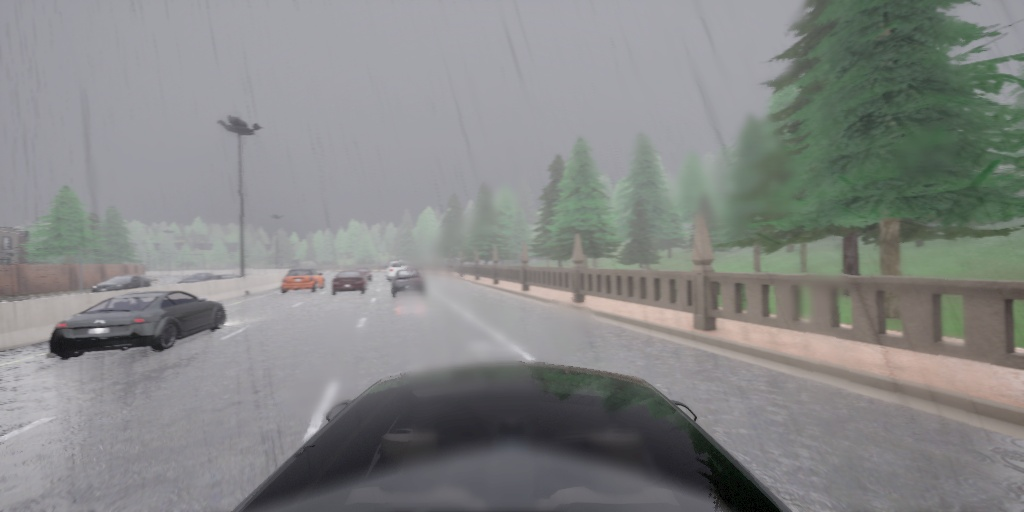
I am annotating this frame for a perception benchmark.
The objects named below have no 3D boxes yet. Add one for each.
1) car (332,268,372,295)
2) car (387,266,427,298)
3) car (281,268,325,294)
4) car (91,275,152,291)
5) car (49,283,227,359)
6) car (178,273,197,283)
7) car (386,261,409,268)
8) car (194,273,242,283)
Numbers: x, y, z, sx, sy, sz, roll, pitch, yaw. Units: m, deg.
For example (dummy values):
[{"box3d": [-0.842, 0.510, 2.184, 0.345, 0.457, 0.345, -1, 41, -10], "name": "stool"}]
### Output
[{"box3d": [-10.776, 1.691, 24.079, 1.882, 1.535, 5.008, -1, 0, -19], "name": "car"}, {"box3d": [-6.264, 1.566, 21.619, 2.128, 1.511, 4.902, -1, -1, -18], "name": "car"}, {"box3d": [-15.270, 1.701, 26.445, 2.097, 1.767, 4.553, -1, 0, -19], "name": "car"}, {"box3d": [-31.210, 2.312, 28.919, 1.812, 1.442, 4.674, -1, -1, -20], "name": "car"}, {"box3d": [-9.637, 1.631, 9.707, 1.994, 1.385, 4.181, -1, 0, -19], "name": "car"}, {"box3d": [-29.406, 2.328, 34.000, 2.033, 1.411, 5.357, -1, -1, -22], "name": "car"}, {"box3d": [-11.900, 1.575, 37.566, 2.150, 2.045, 5.566, -1, 0, -22], "name": "car"}, {"box3d": [-24.242, 2.216, 30.222, 1.895, 1.301, 4.718, -1, -1, -20], "name": "car"}]
